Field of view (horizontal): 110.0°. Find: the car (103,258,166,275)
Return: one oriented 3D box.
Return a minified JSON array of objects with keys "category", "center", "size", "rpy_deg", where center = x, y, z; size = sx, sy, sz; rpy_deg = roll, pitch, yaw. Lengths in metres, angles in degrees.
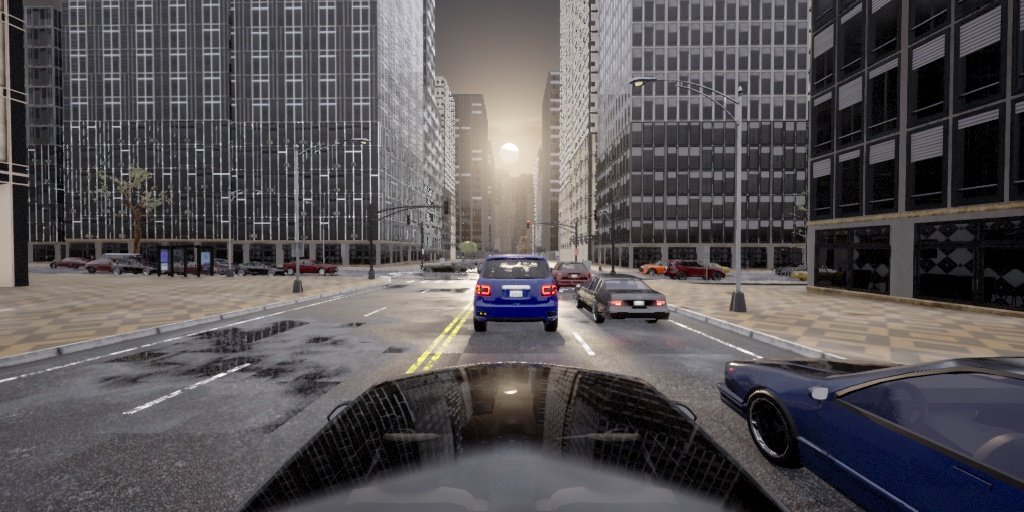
[{"category":"car","center":[-34.097,1.069,32.887],"size":[4.313,1.339,1.948],"rpy_deg":[0,0,1]}]

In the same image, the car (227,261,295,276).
[{"category":"car","center":[-22.732,1.173,32.580],"size":[4.313,1.339,1.948],"rpy_deg":[0,0,1]}]

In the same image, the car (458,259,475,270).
[{"category":"car","center":[-6.601,1.220,52.457],"size":[1.837,1.490,4.892],"rpy_deg":[0,0,-1]}]

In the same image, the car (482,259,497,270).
[{"category":"car","center":[-3.335,1.191,53.348],"size":[1.882,1.535,5.008],"rpy_deg":[0,0,0]}]

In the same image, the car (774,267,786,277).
[{"category":"car","center":[30.309,1.488,37.583],"size":[4.892,1.490,1.837],"rpy_deg":[0,1,1]}]

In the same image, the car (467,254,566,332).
[{"category":"car","center":[0.097,0.967,10.990],"size":[2.150,2.045,5.566],"rpy_deg":[0,0,0]}]

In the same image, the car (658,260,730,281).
[{"category":"car","center":[16.193,1.268,32.051],"size":[5.009,1.841,2.192],"rpy_deg":[0,0,1]}]

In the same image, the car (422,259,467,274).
[{"category":"car","center":[-7.079,1.254,38.186],"size":[4.718,1.301,1.895],"rpy_deg":[1,1,1]}]

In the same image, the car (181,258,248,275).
[{"category":"car","center":[-29.268,0.995,35.422],"size":[4.902,1.511,2.128],"rpy_deg":[1,1,1]}]

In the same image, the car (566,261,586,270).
[{"category":"car","center":[3.349,1.092,21.400],"size":[2.097,1.767,4.553],"rpy_deg":[0,0,0]}]

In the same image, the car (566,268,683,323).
[{"category":"car","center":[3.350,1.293,11.993],"size":[2.033,1.411,5.357],"rpy_deg":[0,0,0]}]

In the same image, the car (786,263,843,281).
[{"category":"car","center":[27.641,1.578,31.854],"size":[4.829,1.417,1.751],"rpy_deg":[0,0,1]}]

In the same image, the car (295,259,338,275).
[{"category":"car","center":[-19.766,1.068,35.228],"size":[5.008,1.535,1.882],"rpy_deg":[1,1,0]}]

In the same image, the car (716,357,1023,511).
[{"category":"car","center":[3.350,1.297,1.813],"size":[2.033,1.411,5.357],"rpy_deg":[0,0,1]}]

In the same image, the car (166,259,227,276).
[{"category":"car","center":[-28.416,1.137,32.714],"size":[4.207,1.307,1.802],"rpy_deg":[0,0,1]}]

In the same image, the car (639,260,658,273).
[{"category":"car","center":[15.781,1.208,37.857],"size":[4.553,1.767,2.097],"rpy_deg":[1,1,-1]}]

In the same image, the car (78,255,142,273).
[{"category":"car","center":[-39.540,0.936,35.636],"size":[4.674,1.442,1.812],"rpy_deg":[1,1,1]}]
